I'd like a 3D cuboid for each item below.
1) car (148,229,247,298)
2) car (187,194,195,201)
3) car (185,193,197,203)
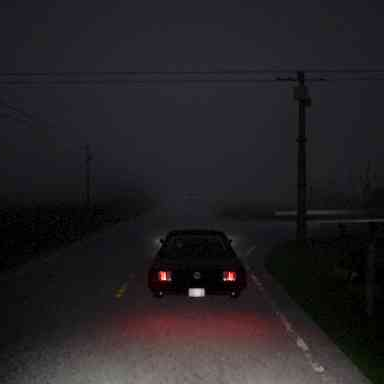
[{"bbox_3d":[0.105,1.590,8.441,1.895,1.301,4.718,0,0,0],"label":"car"},{"bbox_3d":[-0.256,1.246,74.708,1.837,1.490,4.892,0,0,0],"label":"car"},{"bbox_3d":[-0.165,1.144,64.180,2.150,2.045,5.566,0,0,0],"label":"car"}]
